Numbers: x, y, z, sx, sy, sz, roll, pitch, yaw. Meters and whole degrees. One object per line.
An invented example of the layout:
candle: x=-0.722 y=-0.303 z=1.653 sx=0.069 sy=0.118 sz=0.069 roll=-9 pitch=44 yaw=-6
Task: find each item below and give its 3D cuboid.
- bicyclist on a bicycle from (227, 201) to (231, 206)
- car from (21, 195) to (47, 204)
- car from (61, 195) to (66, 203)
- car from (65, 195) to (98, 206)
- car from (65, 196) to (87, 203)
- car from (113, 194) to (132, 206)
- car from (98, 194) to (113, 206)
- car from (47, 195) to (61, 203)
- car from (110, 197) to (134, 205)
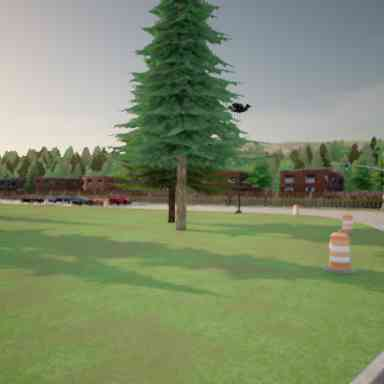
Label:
bicyclist on a bicycle: x=6.574 y=1.691 z=59.046 sx=0.582 sy=1.620 sz=1.656 roll=0 pitch=0 yaw=31
car: x=-30.974 y=1.314 z=64.281 sx=4.553 sy=1.767 sz=2.097 roll=0 pitch=0 yaw=31
car: x=-27.419 y=1.376 z=70.311 sx=4.553 sy=1.767 sz=2.097 roll=0 pitch=0 yaw=31
car: x=-19.058 y=1.686 z=57.271 sx=4.892 sy=1.490 sz=1.837 roll=1 pitch=0 yaw=31
car: x=-25.668 y=1.552 z=73.340 sx=4.892 sy=1.490 sz=1.837 roll=0 pitch=0 yaw=31
car: x=-14.695 y=1.470 z=62.816 sx=5.566 sy=2.045 sz=2.150 roll=1 pitch=0 yaw=31
car: x=-17.210 y=1.561 z=60.246 sx=4.553 sy=1.767 sz=2.097 roll=0 pitch=0 yaw=31
car: x=-29.224 y=1.542 z=67.310 sx=4.181 sy=1.385 sz=1.994 roll=0 pitch=0 yaw=31
car: x=-14.060 y=1.796 z=66.516 sx=4.674 sy=1.442 sz=1.812 roll=1 pitch=0 yaw=31
